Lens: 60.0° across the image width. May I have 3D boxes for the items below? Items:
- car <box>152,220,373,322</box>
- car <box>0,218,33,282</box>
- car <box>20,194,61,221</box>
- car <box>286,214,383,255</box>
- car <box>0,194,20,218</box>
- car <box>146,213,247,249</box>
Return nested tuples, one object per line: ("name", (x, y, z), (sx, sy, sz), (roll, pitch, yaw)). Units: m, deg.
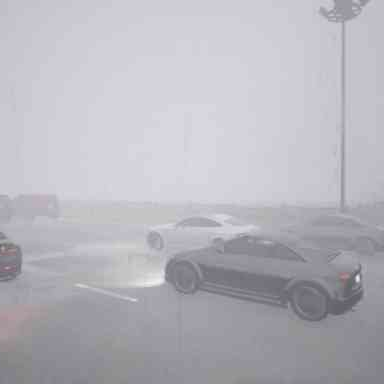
("car", (1.414, 1.556, 7.283), (4.181, 1.385, 1.994), (0, 0, 36))
("car", (-6.206, 1.477, 8.423), (4.892, 1.490, 1.837), (0, 0, 36))
("car", (-12.489, 1.150, 25.804), (5.566, 2.045, 2.150), (0, 0, 36))
("car", (5.389, 1.555, 13.046), (4.181, 1.385, 1.994), (0, 0, 36))
("car", (-14.527, 1.150, 22.957), (5.566, 2.045, 2.150), (0, 0, 36))
("car", (0.398, 1.507, 12.291), (4.674, 1.442, 1.812), (0, 0, 35))
